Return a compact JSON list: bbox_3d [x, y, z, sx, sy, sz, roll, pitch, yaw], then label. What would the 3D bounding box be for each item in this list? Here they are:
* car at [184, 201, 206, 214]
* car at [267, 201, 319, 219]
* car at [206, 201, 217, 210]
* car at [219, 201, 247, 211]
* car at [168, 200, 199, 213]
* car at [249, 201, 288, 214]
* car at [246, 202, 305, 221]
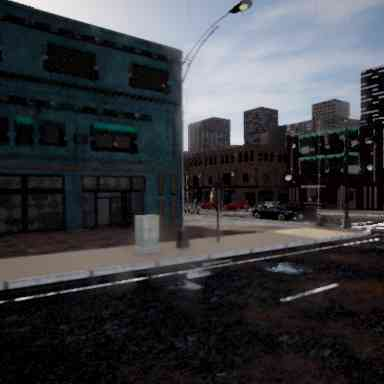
[{"bbox_3d":[-0.685,1.858,40.645,1.967,1.590,4.097,-1,0,-35],"label":"car"},{"bbox_3d":[9.360,1.714,31.020,1.882,1.535,5.008,-1,0,-35],"label":"car"},{"bbox_3d":[2.936,1.982,50.016,1.802,1.307,4.206,-1,0,-35],"label":"car"},{"bbox_3d":[6.144,1.920,45.507,1.802,1.307,4.206,-1,0,-35],"label":"car"},{"bbox_3d":[-1.255,1.923,45.943,1.882,1.535,5.008,-1,0,-35],"label":"car"},{"bbox_3d":[9.354,1.826,40.996,2.008,1.369,4.403,-1,0,-35],"label":"car"},{"bbox_3d":[7.265,1.826,29.269,1.947,1.339,4.313,-1,0,-35],"label":"car"}]
